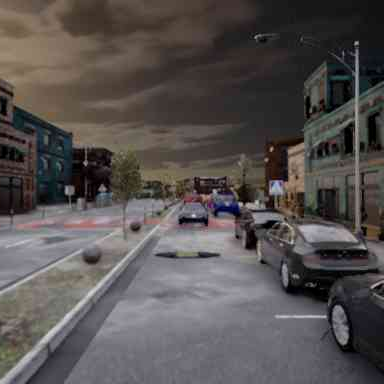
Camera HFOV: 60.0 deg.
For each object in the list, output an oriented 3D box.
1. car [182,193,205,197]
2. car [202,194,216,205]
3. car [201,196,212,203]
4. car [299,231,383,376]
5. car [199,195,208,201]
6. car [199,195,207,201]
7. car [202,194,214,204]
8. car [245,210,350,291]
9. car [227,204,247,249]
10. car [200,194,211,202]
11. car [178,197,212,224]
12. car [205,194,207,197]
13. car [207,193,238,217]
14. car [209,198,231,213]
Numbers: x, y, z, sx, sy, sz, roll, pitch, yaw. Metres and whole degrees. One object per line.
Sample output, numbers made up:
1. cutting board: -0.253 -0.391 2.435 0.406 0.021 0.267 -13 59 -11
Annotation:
1. car: 0.093 1.139 41.047 2.150 2.045 5.566 0 0 0
2. car: 2.987 1.289 58.433 2.185 1.767 4.553 0 0 0
3. car: 2.985 1.489 69.629 2.002 1.452 4.674 0 0 0
4. car: 2.996 1.476 3.242 2.231 1.521 4.892 0 0 0
5. car: 2.982 1.508 86.064 2.231 1.521 4.892 0 0 0
6. car: 2.973 1.541 91.584 2.231 1.521 4.892 0 0 0
7. car: 2.986 1.304 63.953 2.185 1.767 4.553 0 0 0
8. car: 2.995 1.465 8.890 2.231 1.521 4.892 0 0 0
9. car: 2.994 1.481 14.448 2.163 1.488 4.792 0 0 0
10. car: 2.984 1.342 75.123 2.185 1.767 4.553 0 0 0
11. car: 0.098 1.344 22.622 1.994 1.385 4.181 0 3 0
12. car: 2.990 1.398 47.416 2.231 1.521 4.892 0 0 0
13. car: 2.992 1.158 30.887 2.435 2.045 5.566 0 0 0
14. car: 2.990 1.439 36.376 2.002 1.452 4.674 0 0 0
